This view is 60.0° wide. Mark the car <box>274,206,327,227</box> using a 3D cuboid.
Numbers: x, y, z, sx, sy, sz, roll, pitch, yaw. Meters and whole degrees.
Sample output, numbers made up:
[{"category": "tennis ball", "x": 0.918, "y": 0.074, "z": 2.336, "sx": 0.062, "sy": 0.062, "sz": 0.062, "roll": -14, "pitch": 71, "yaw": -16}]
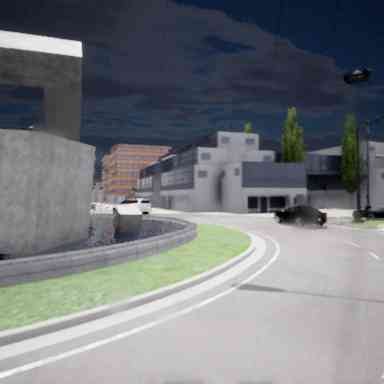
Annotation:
[{"category": "car", "x": 8.232, "y": 1.808, "z": 25.700, "sx": 1.882, "sy": 1.535, "sz": 5.008, "roll": 0, "pitch": -1, "yaw": -16}]

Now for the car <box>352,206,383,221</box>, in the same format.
[{"category": "car", "x": 17.508, "y": 1.961, "z": 31.081, "sx": 4.718, "sy": 1.301, "sz": 1.895, "roll": 0, "pitch": -1, "yaw": -9}]

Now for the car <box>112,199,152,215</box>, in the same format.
[{"category": "car", "x": -7.547, "y": 1.864, "z": 41.794, "sx": 5.566, "sy": 2.045, "sz": 2.150, "roll": -1, "pitch": -1, "yaw": 35}]

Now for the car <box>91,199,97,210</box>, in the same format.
[{"category": "car", "x": -18.496, "y": 2.477, "z": 59.678, "sx": 1.812, "sy": 1.442, "sz": 4.674, "roll": 0, "pitch": -1, "yaw": -22}]
